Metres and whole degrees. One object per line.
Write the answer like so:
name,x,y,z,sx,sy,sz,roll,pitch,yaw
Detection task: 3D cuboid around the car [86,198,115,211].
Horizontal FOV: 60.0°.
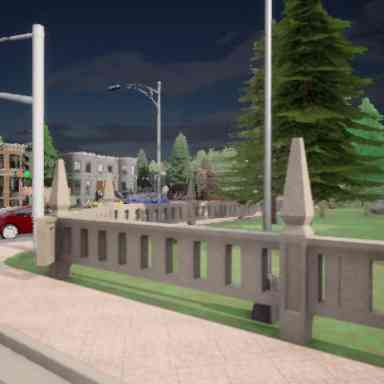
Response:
car,-8.756,1.348,34.254,1.882,1.535,5.008,0,0,36

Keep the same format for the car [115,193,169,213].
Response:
car,-4.695,1.109,33.904,2.150,2.045,5.566,0,0,36

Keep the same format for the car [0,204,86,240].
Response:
car,-8.175,1.412,16.837,1.882,1.535,5.008,0,0,35
